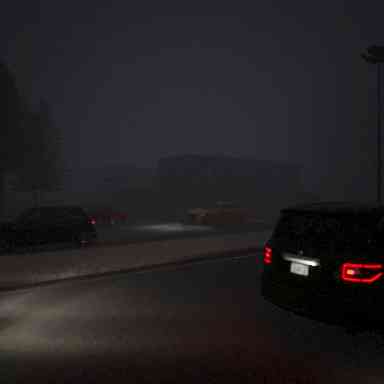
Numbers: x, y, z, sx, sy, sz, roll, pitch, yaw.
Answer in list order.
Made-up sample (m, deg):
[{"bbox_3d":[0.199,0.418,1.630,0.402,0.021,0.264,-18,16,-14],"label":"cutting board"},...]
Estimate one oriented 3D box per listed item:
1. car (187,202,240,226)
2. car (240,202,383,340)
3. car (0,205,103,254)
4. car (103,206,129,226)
[{"bbox_3d":[1.944,1.481,23.771,5.008,1.535,1.882,0,0,-35],"label":"car"},{"bbox_3d":[3.761,1.223,6.432,5.566,2.045,2.150,0,0,-36],"label":"car"},{"bbox_3d":[-6.320,1.354,13.608,4.553,1.767,2.097,0,0,-35],"label":"car"},{"bbox_3d":[-6.679,1.604,21.948,4.718,1.301,1.895,0,0,-35],"label":"car"}]
